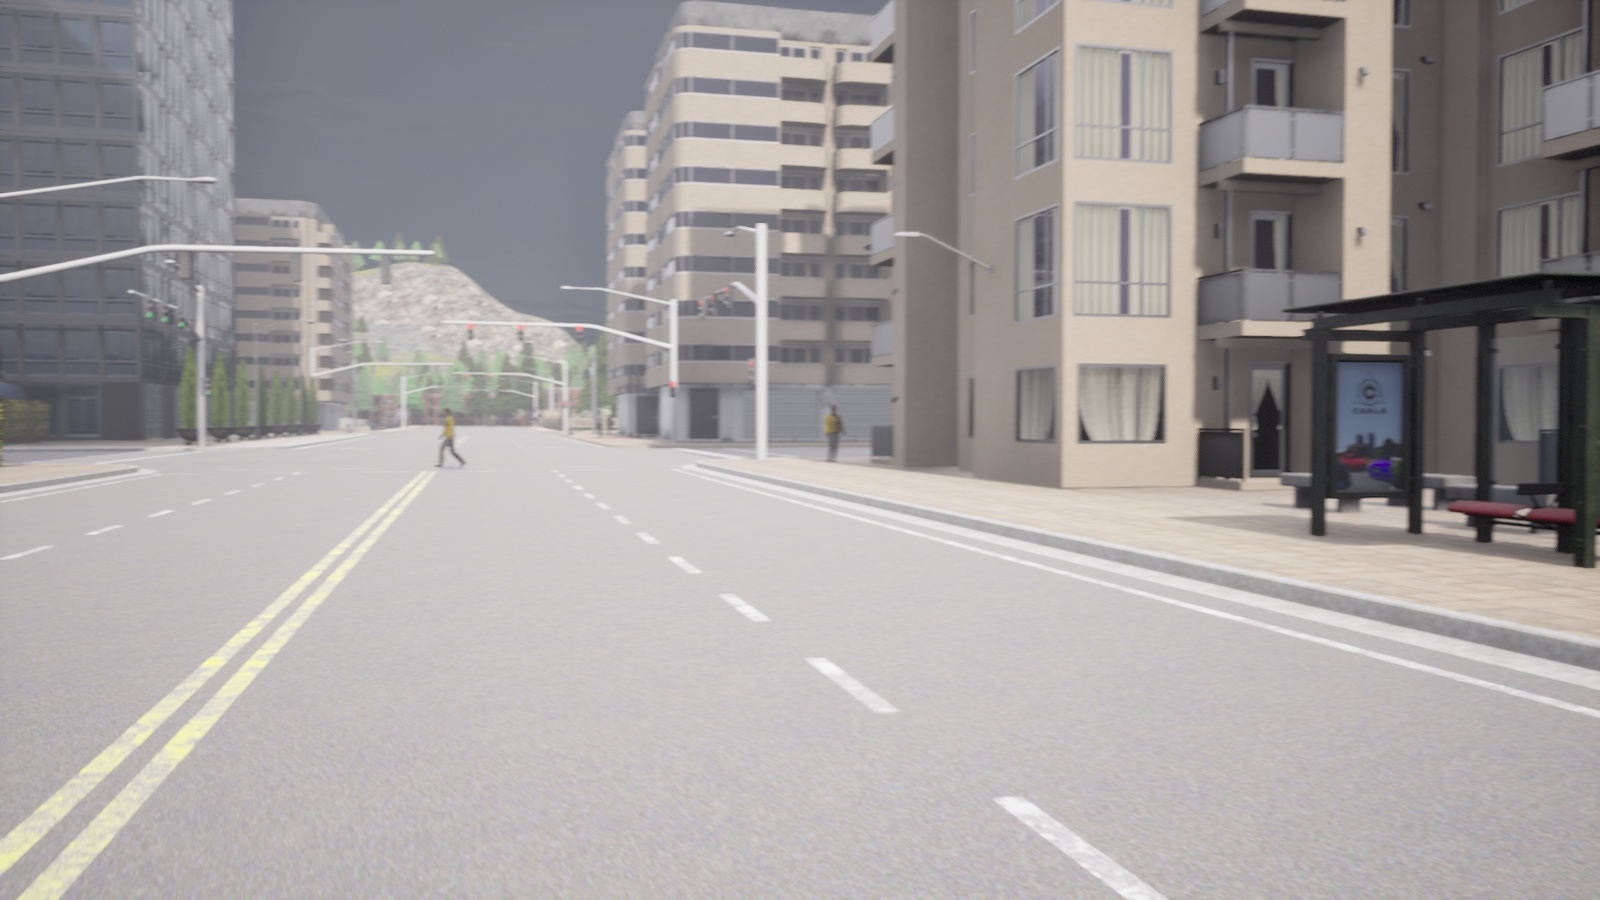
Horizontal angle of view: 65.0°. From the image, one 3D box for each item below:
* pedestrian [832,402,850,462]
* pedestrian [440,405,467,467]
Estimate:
[{"bbox_3d":[1.263,-0.564,38.760,0.431,1.840,0.709,0,1,-7],"label":"pedestrian"},{"bbox_3d":[-10.293,-0.427,37.326,0.709,1.840,0.431,0,1,-7],"label":"pedestrian"}]
